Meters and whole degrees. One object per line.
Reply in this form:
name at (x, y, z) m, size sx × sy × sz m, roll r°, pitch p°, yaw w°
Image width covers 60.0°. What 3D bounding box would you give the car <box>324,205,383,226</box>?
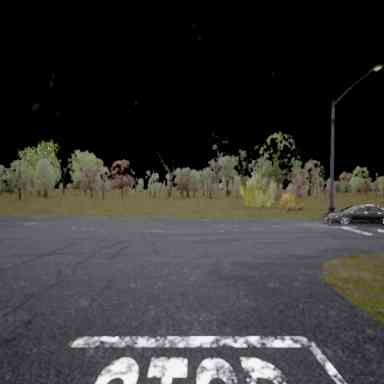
car at (12.067, 1.681, 23.879) m, size 4.892 × 1.490 × 1.837 m, roll 0°, pitch 1°, yaw 0°
